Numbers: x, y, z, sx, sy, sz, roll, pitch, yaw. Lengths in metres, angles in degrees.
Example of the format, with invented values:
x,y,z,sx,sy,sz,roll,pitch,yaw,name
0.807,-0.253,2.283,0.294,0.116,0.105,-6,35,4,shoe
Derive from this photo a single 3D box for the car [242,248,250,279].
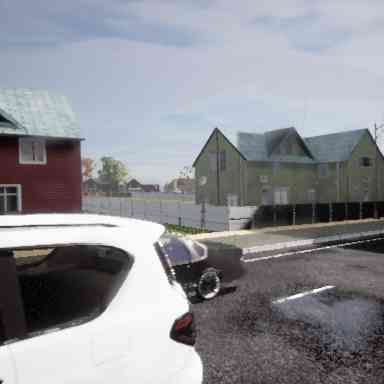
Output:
x,y,z,sx,sy,sz,roll,pitch,yaw,name
-1.238,1.546,6.791,5.357,1.411,2.033,0,0,-35,car

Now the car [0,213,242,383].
x,y,z,sx,sy,sz,roll,pitch,yaw,name
-2.524,1.222,1.900,5.566,2.045,2.150,0,0,-35,car
